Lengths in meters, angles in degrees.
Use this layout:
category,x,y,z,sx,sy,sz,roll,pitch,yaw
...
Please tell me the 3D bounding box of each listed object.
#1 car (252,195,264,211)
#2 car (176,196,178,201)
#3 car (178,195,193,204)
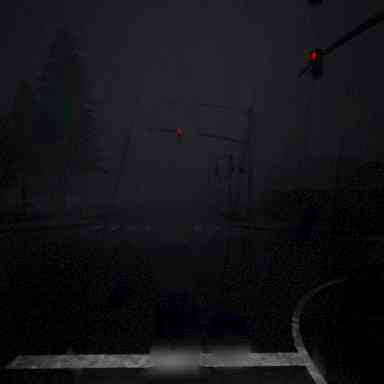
category,x,y,z,sx,sy,sz,roll,pitch,yaw
car,8.868,1.144,36.301,4.605,1.855,1.932,0,0,-1
car,-2.198,1.327,71.105,1.812,1.442,4.674,0,0,-13
car,-0.906,1.518,60.921,2.033,1.411,5.357,0,0,-7
